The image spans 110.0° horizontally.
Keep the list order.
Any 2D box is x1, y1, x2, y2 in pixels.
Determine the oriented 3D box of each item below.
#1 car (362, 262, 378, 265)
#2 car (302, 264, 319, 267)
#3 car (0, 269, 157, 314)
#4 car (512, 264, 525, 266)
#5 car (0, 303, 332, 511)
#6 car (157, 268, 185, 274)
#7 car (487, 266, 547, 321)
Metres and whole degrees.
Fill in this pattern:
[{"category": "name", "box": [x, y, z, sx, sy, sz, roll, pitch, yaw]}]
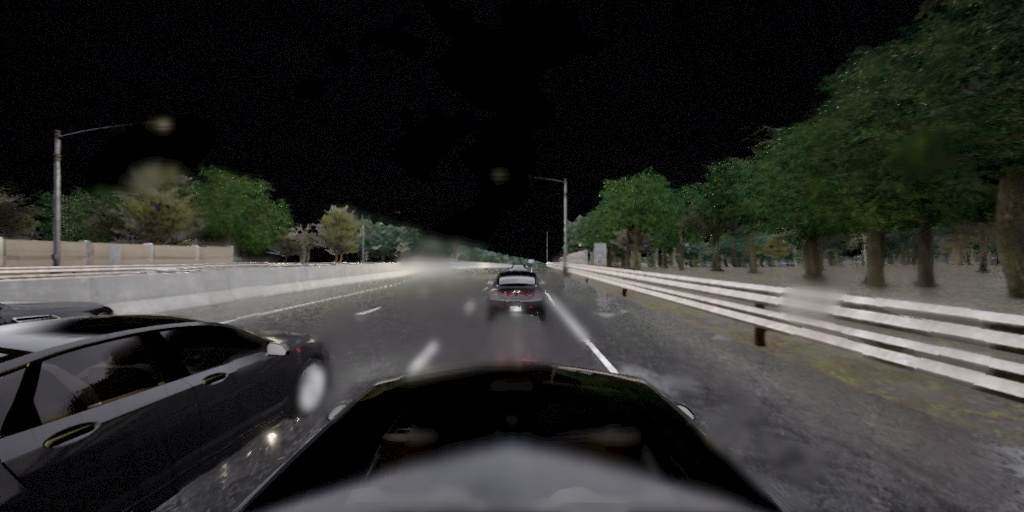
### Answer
[{"category": "car", "box": [-16.857, 1.464, 42.006, 2.128, 1.511, 4.902, 0, -1, 2]}, {"category": "car", "box": [-23.867, 1.576, 41.892, 1.895, 1.301, 4.718, 0, -1, 2]}, {"category": "car", "box": [-6.889, 0.971, 3.047, 2.150, 2.045, 5.566, 0, 0, 0]}, {"category": "car", "box": [0.680, 1.478, 37.010, 1.994, 1.385, 4.181, 0, 0, 2]}, {"category": "car", "box": [-3.386, 1.255, 2.990, 1.837, 1.490, 4.892, 0, 0, 0]}, {"category": "car", "box": [-20.916, 1.409, 21.009, 1.895, 1.301, 4.718, 0, 0, 1]}, {"category": "car", "box": [0.173, 1.274, 12.545, 1.837, 1.490, 4.892, 0, 0, 1]}]
